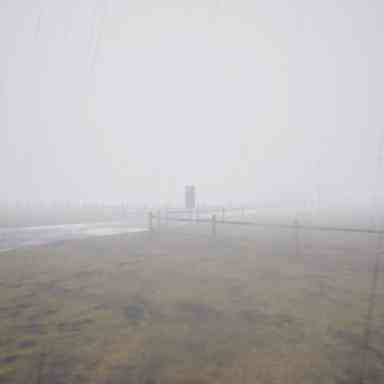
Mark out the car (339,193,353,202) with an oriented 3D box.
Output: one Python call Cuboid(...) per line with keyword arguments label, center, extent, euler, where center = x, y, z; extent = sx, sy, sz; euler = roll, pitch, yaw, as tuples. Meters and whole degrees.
Cuboid(label="car", center=(39.176, 1.721, 85.403), extent=(2.033, 1.411, 5.357), euler=(-1, 0, 36))
